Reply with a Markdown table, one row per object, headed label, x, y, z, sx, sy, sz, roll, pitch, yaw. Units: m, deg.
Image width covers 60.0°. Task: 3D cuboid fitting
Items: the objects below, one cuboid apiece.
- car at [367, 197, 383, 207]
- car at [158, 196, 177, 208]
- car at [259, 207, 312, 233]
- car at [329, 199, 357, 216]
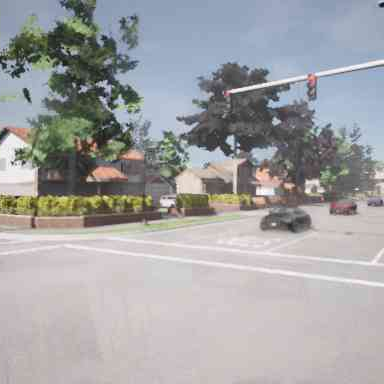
| label | x | y | z | sx | sy | sz | roll | pitch | yaw |
| --- | --- | --- | --- | --- | --- | --- | --- | --- | --- |
| car | 28.609 | 1.539 | 51.874 | 2.033 | 1.411 | 5.357 | 0 | 0 | 36 |
| car | -2.010 | 1.146 | 37.920 | 3.806 | 1.475 | 1.970 | 0 | 0 | 36 |
| car | 5.551 | 1.558 | 19.562 | 1.994 | 1.385 | 4.181 | 0 | 0 | 35 |
| car | 14.922 | 1.472 | 32.761 | 1.882 | 1.535 | 5.008 | 0 | 0 | 35 |
